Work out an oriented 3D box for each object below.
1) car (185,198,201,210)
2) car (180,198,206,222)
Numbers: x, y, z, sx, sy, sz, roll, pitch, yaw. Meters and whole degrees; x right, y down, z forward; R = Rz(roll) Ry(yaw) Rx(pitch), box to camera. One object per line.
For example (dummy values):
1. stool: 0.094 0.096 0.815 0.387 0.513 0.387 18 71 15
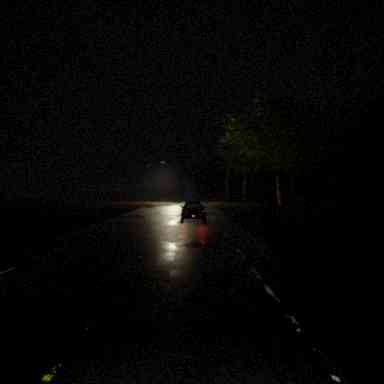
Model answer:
1. car: 0.098 1.486 43.095 1.895 1.301 4.718 0 0 0
2. car: 0.099 1.475 25.506 1.812 1.442 4.674 0 0 0
